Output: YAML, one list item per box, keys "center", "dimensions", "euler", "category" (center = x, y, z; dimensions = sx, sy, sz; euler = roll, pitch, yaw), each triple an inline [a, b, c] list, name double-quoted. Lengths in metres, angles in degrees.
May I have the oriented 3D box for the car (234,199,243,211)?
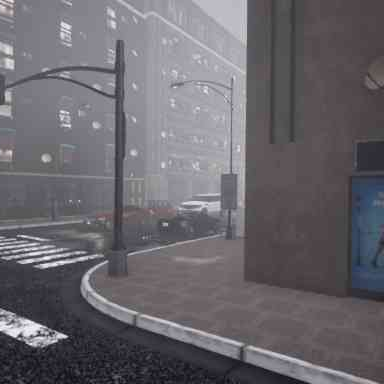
- center: [3.096, 1.223, 35.979]
  dimensions: [2.192, 1.841, 5.009]
  euler: [1, 1, 35]
  category: "car"

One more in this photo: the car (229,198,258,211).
- center: [6.302, 1.483, 40.556]
  dimensions: [1.802, 1.307, 4.206]
  euler: [1, 1, 35]
  category: "car"

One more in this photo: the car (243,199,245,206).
- center: [7.017, 1.289, 37.261]
  dimensions: [2.097, 1.767, 4.553]
  euler: [1, 1, 35]
  category: "car"

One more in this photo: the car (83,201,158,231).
- center: [-4.530, 1.487, 20.820]
  dimensions: [1.812, 1.442, 4.674]
  euler: [1, 1, 35]
  category: "car"

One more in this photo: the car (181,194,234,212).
- center: [1.144, 1.171, 28.905]
  dimensions: [2.150, 2.045, 5.566]
  euler: [1, 1, 35]
  category: "car"

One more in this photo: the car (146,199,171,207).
- center: [-3.322, 1.362, 26.830]
  dimensions: [1.967, 1.590, 4.097]
  euler: [1, 1, 35]
  category: "car"

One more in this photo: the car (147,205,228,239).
- center: [-0.081, 1.599, 17.733]
  dimensions: [1.947, 1.339, 4.313]
  euler: [1, 1, 35]
  category: "car"
